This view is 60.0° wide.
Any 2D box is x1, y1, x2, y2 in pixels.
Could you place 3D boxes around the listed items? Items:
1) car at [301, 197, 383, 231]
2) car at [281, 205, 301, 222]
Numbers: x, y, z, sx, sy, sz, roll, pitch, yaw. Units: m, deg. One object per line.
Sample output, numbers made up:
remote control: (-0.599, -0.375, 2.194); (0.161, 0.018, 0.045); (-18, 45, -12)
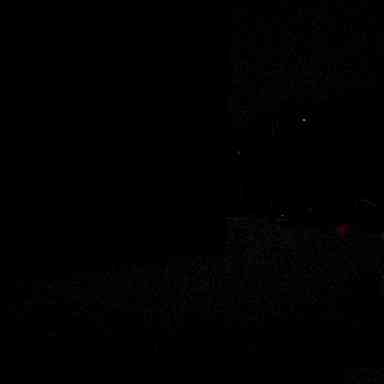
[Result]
car: (10.027, 1.306, 20.807); (2.150, 2.045, 5.566); (1, -2, -35)
car: (9.469, 1.707, 26.813); (1.837, 1.490, 4.892); (1, -2, -36)
